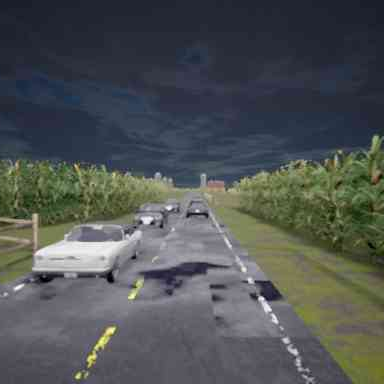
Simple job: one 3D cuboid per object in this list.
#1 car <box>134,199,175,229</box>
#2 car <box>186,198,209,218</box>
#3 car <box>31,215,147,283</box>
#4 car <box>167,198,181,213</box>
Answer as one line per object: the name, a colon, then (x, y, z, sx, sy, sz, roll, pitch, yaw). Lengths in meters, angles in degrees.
car: (-2.534, 1.450, 21.332, 2.128, 1.511, 4.902, 0, 0, 1)
car: (0.496, 1.518, 29.828, 1.994, 1.385, 4.181, 0, 0, 1)
car: (-2.723, 1.577, 9.734, 1.895, 1.301, 4.718, 0, 0, 1)
car: (-2.222, 1.430, 35.828, 2.128, 1.511, 4.902, 0, 0, 1)
